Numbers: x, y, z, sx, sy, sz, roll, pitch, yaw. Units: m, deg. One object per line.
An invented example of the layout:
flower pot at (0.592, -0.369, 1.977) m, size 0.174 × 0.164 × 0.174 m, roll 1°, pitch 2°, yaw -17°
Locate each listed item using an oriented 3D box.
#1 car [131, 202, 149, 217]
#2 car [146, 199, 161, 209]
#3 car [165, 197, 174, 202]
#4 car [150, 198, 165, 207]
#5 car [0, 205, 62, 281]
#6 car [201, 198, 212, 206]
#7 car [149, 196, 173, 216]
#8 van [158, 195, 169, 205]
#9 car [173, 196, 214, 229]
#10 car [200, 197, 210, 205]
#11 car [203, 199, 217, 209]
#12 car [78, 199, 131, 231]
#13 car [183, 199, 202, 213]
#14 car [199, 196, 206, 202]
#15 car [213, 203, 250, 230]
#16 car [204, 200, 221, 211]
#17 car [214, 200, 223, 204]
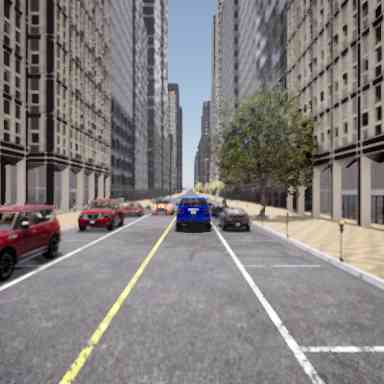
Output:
car at (-5.707, 1.721, 32.937) m, size 1.802 × 1.307 × 4.206 m, roll 0°, pitch 0°, yaw 0°
car at (-5.715, 1.727, 49.858) m, size 1.752 × 1.417 × 4.829 m, roll 0°, pitch 0°, yaw 0°
car at (-5.729, 1.856, 84.211) m, size 2.008 × 1.369 × 4.403 m, roll 0°, pitch 0°, yaw 0°
car at (-5.717, 1.787, 55.724) m, size 1.947 × 1.339 × 4.313 m, roll 0°, pitch 0°, yaw 0°
car at (-5.698, 1.360, 10.149) m, size 2.192 × 1.841 × 5.009 m, roll 0°, pitch 0°, yaw 0°
car at (2.661, 1.805, 61.424) m, size 1.947 × 1.339 × 4.313 m, roll 0°, pitch 0°, yaw 0°
car at (-3.016, 1.498, 34.854) m, size 2.097 × 1.767 × 4.553 m, roll 0°, pitch 0°, yaw 0°
van at (-5.722, 1.598, 67.120) m, size 1.690 × 1.788 × 3.998 m, roll 0°, pitch 0°, yaw 0°
car at (0.090, 1.318, 22.323) m, size 2.150 × 2.045 × 5.566 m, roll 0°, pitch 0°, yaw 0°
car at (2.658, 1.802, 67.123) m, size 1.887 × 1.381 × 4.507 m, roll 0°, pitch 0°, yaw 0°
car at (2.666, 1.784, 50.031) m, size 1.802 × 1.307 × 4.206 m, roll 0°, pitch 0°, yaw 0°
car at (-5.703, 1.408, 21.543) m, size 2.192 × 1.841 × 5.009 m, roll 0°, pitch 0°, yaw 0°
car at (0.082, 1.657, 40.038) m, size 2.128 × 1.511 × 4.902 m, roll 0°, pitch 0°, yaw 0°
car at (2.651, 1.831, 84.384) m, size 1.752 × 1.417 × 4.829 m, roll 0°, pitch 0°, yaw 0°
car at (2.678, 1.644, 21.545) m, size 2.008 × 1.369 × 4.403 m, roll 0°, pitch 0°, yaw 0°
car at (2.668, 1.733, 44.334) m, size 2.008 × 1.369 × 4.403 m, roll 0°, pitch 0°, yaw 0°
car at (2.673, 1.690, 32.939) m, size 2.008 × 1.369 × 4.403 m, roll 0°, pitch 0°, yaw 0°
